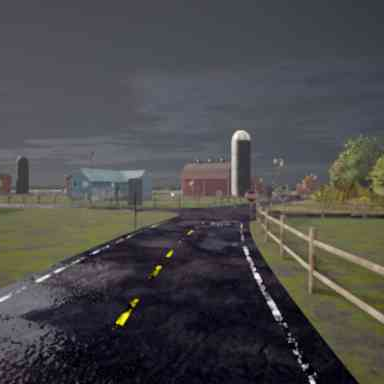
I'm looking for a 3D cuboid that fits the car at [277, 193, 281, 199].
[{"bbox_3d":[22.935,1.002,84.916,2.128,1.511,4.902,0,0,26],"label":"car"}]

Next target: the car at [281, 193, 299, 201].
[{"bbox_3d":[23.534,1.396,79.958,2.128,1.511,4.902,0,0,26],"label":"car"}]

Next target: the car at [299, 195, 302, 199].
[{"bbox_3d":[28.182,1.289,89.287,1.994,1.385,4.181,0,0,26],"label":"car"}]
